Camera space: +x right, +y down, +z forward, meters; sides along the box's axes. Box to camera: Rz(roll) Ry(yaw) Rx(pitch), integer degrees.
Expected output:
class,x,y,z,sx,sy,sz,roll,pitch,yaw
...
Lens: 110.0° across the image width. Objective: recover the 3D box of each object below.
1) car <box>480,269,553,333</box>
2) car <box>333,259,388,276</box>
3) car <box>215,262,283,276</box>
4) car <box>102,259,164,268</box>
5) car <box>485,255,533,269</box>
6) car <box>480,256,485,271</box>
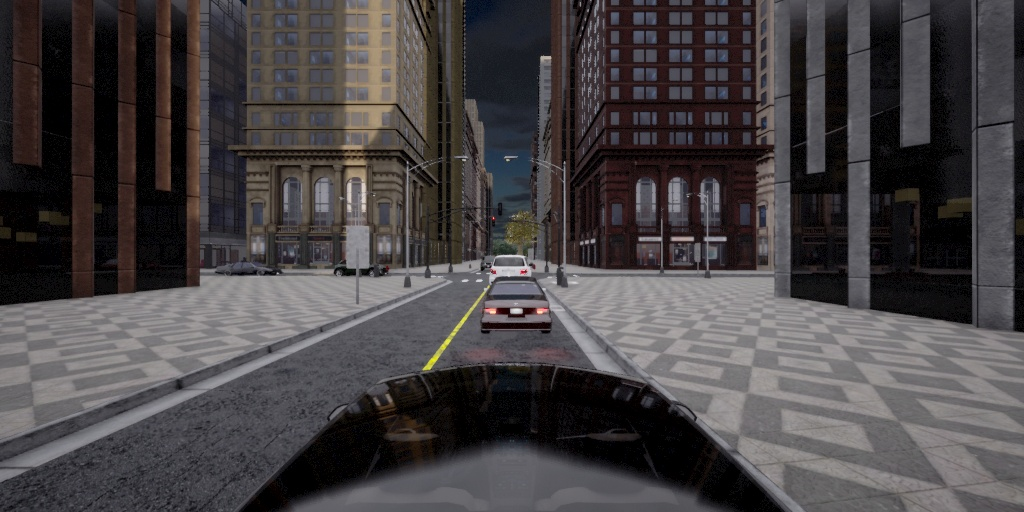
class,x,y,z,sx,sy,sz,roll,pitch,yaw
car,0.092,1.297,10.638,2.033,1.411,5.357,0,0,0
car,-13.986,1.053,33.370,4.553,1.767,2.097,0,0,0
car,-24.442,1.219,33.372,5.357,1.411,2.033,0,0,0
car,-35.138,0.997,33.378,4.553,1.767,2.097,0,0,0
car,0.019,0.971,20.883,2.150,2.045,5.566,0,0,4
car,-3.124,0.970,49.514,2.150,2.045,5.566,0,0,-1
